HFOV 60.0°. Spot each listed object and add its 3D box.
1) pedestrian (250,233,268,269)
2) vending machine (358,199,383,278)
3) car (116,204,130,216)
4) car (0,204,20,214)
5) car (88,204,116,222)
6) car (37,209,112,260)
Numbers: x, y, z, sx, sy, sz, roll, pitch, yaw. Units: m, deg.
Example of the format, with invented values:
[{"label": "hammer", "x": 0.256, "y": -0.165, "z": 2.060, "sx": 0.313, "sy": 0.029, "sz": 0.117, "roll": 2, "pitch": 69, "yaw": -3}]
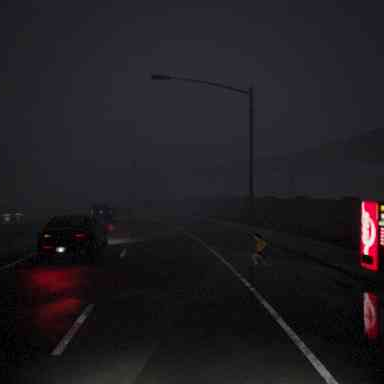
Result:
[{"label": "pedestrian", "x": 2.026, "y": 1.736, "z": 9.986, "sx": 0.500, "sy": 1.100, "sz": 0.500, "roll": -1, "pitch": 0, "yaw": -6}, {"label": "vending machine", "x": 5.438, "y": 1.246, "z": 9.325, "sx": 1.100, "sy": 2.100, "sz": 0.880, "roll": 1, "pitch": 0, "yaw": -5}, {"label": "car", "x": -9.326, "y": 2.240, "z": 42.636, "sx": 2.128, "sy": 1.511, "sz": 4.902, "roll": 0, "pitch": -1, "yaw": -24}, {"label": "car", "x": -28.680, "y": 2.678, "z": 52.255, "sx": 1.812, "sy": 1.442, "sz": 4.674, "roll": 0, "pitch": -1, "yaw": -45}, {"label": "car", "x": -8.622, "y": 1.873, "z": 31.313, "sx": 2.097, "sy": 1.767, "sz": 4.553, "roll": 0, "pitch": -1, "yaw": -17}, {"label": "car", "x": -4.483, "y": 1.622, "z": 13.007, "sx": 1.837, "sy": 1.490, "sz": 4.892, "roll": 0, "pitch": -1, "yaw": -7}]
